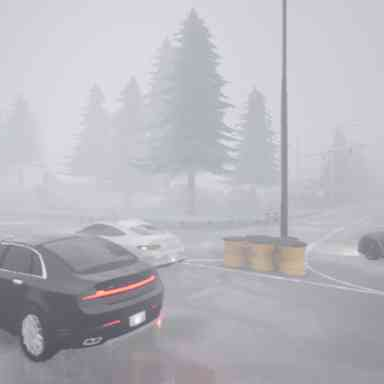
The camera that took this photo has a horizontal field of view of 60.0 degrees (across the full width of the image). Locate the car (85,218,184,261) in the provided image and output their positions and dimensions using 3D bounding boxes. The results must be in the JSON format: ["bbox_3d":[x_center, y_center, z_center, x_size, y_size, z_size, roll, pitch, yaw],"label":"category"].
[{"bbox_3d":[-2.366,1.520,9.981,4.674,1.442,1.812,0,0,36],"label":"car"}]

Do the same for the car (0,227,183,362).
[{"bbox_3d":[-2.712,1.498,5.929,4.892,1.490,1.837,-1,0,35],"label":"car"}]

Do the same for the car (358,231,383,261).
[{"bbox_3d":[7.139,1.565,9.938,1.994,1.385,4.181,0,0,-18],"label":"car"}]
